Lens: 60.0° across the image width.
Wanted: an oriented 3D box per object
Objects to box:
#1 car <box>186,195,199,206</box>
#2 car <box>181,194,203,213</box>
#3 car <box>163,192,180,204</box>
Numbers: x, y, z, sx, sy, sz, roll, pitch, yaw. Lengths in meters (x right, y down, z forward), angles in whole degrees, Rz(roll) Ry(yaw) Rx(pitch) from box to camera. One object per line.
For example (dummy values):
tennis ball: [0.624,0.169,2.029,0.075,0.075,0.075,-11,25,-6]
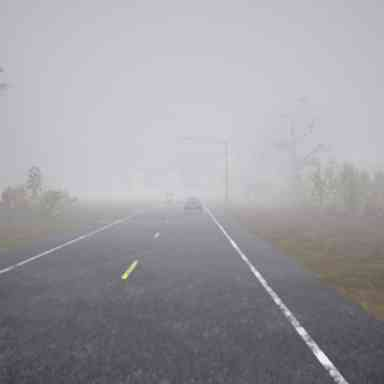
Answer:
car: [0.096,1.234,48.560,1.837,1.490,4.892,0,1,0]
car: [0.098,1.310,34.335,2.128,1.511,4.902,0,0,0]
car: [-3.569,1.045,53.908,2.097,1.767,4.553,0,0,0]
